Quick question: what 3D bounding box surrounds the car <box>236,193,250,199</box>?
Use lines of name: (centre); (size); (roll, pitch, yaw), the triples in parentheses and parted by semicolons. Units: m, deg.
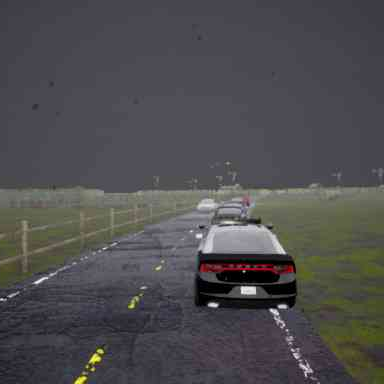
car: (7.748, 1.166, 51.278); (2.150, 2.045, 5.566); (0, 0, 12)

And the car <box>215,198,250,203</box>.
car: (2.944, 1.459, 23.613); (1.882, 1.535, 5.008); (0, 0, 10)

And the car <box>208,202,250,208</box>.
car: (2.048, 1.493, 17.772); (1.837, 1.490, 4.892); (0, 0, 8)

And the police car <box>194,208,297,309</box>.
police car: (1.097, 1.422, 8.080); (1.930, 1.638, 5.238); (0, 0, 4)

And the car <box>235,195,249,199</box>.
car: (5.653, 1.437, 41.172); (1.882, 1.535, 5.008); (0, 0, 12)

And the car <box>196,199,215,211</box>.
car: (1.746, 1.494, 35.794); (1.812, 1.442, 4.674); (0, 0, 12)
